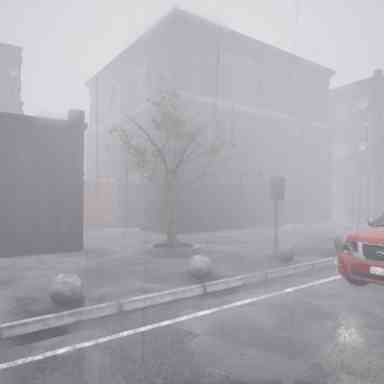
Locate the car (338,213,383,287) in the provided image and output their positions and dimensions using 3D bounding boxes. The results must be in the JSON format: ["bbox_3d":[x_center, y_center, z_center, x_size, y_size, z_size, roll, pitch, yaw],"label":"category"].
[{"bbox_3d":[5.959,1.216,8.222,5.566,2.045,2.150,0,0,-35],"label":"car"}]
